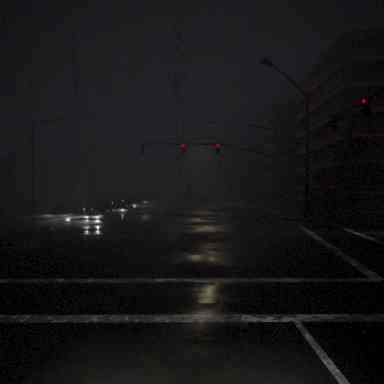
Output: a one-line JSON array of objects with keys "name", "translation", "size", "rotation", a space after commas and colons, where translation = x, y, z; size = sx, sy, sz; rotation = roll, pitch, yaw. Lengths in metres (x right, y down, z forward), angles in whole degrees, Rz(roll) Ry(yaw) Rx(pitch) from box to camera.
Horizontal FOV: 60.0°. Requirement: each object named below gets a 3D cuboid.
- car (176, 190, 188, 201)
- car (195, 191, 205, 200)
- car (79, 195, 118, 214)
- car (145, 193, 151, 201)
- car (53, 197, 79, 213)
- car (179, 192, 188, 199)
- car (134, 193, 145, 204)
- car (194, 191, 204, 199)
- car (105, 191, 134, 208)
[{"name": "car", "translation": [-1.920, 0.599, 64.541], "size": [2.150, 2.045, 5.566], "rotation": [0, 1, 1]}, {"name": "car", "translation": [1.594, 0.855, 65.392], "size": [2.128, 1.511, 4.902], "rotation": [0, 1, 1]}, {"name": "car", "translation": [-9.509, 1.369, 34.248], "size": [2.128, 1.511, 4.902], "rotation": [0, 1, 1]}, {"name": "car", "translation": [-9.074, 0.947, 63.469], "size": [2.033, 1.411, 5.357], "rotation": [0, 1, 1]}, {"name": "car", "translation": [-12.997, 1.346, 35.315], "size": [1.882, 1.535, 5.008], "rotation": [0, 1, 1]}, {"name": "car", "translation": [-1.867, 0.720, 76.175], "size": [1.812, 1.442, 4.674], "rotation": [0, 1, 1]}, {"name": "car", "translation": [-9.264, 1.132, 52.934], "size": [2.033, 1.411, 5.357], "rotation": [0, 1, 1]}, {"name": "car", "translation": [1.627, 0.555, 75.782], "size": [2.097, 1.767, 4.553], "rotation": [0, 1, 1]}, {"name": "car", "translation": [-9.389, 1.106, 43.289], "size": [2.097, 1.767, 4.553], "rotation": [0, 1, 1]}]
